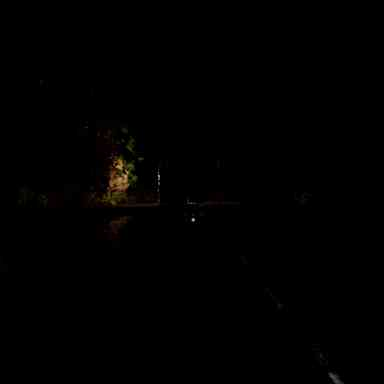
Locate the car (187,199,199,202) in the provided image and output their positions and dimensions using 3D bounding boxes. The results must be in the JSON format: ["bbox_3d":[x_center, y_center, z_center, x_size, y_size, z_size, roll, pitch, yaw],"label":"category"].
[{"bbox_3d":[0.088,1.724,46.715,2.128,1.511,4.902,0,0,0],"label":"car"}]

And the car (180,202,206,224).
[{"bbox_3d":[0.093,1.712,26.044,1.895,1.301,4.718,0,0,0],"label":"car"}]
